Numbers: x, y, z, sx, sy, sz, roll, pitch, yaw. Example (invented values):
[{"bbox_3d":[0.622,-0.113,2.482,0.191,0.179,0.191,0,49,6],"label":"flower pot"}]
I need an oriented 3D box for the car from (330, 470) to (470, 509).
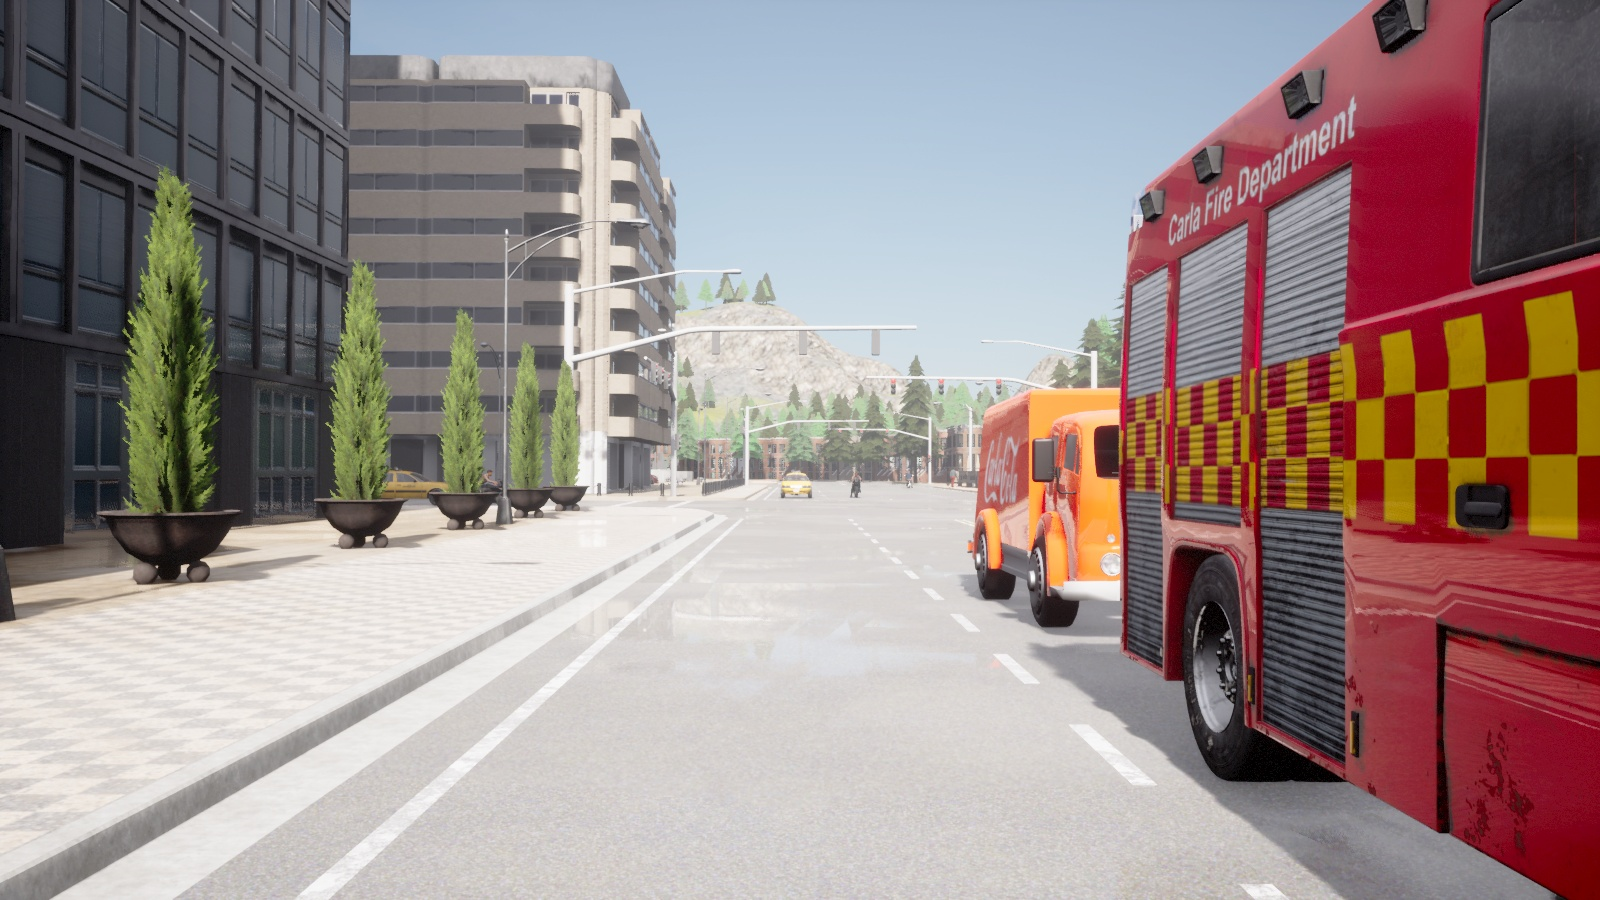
[{"bbox_3d":[-16.922,1.659,53.309,5.366,1.575,1.801,0,-1,0],"label":"car"}]

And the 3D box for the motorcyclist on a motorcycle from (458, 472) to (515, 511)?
[{"bbox_3d":[-12.417,1.625,49.796,2.044,1.523,0.797,0,-1,0],"label":"motorcyclist on a motorcycle"}]

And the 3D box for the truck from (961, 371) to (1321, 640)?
[{"bbox_3d":[3.465,0.551,14.149,2.627,2.467,5.204,0,-1,0],"label":"truck"}]

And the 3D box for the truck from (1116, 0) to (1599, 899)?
[{"bbox_3d":[3.485,-0.301,3.774,2.891,3.827,8.468,0,-1,0],"label":"truck"}]

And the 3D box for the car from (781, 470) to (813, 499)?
[{"bbox_3d":[-0.191,1.982,73.270,1.801,1.575,5.366,0,-1,0],"label":"car"}]
